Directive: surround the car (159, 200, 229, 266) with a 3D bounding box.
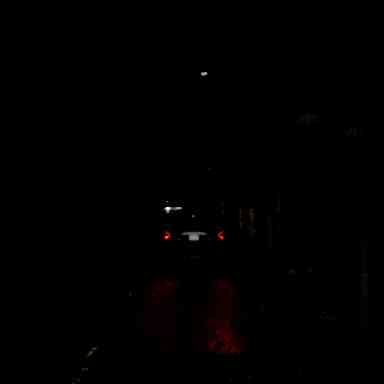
[{"bbox_3d":[0.075,1.342,11.720,2.097,1.767,4.553,0,0,0],"label":"car"}]

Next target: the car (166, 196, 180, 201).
[{"bbox_3d":[-2.803,1.398,50.633,2.097,1.767,4.553,0,0,0],"label":"car"}]
